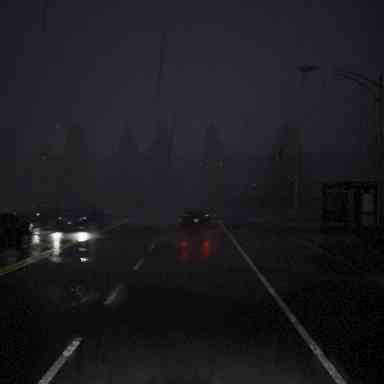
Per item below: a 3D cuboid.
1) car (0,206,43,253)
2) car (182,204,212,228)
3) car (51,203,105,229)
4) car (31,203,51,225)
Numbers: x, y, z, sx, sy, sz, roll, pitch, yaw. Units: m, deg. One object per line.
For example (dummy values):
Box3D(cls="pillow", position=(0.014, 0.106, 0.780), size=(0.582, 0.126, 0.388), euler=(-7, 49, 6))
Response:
Box3D(cls="car", position=(-6.956, 1.402, 10.735), size=(1.837, 1.490, 4.892), euler=(1, 0, 1))
Box3D(cls="car", position=(0.334, 1.513, 22.151), size=(1.812, 1.442, 4.674), euler=(1, 0, 3))
Box3D(cls="car", position=(-6.728, 1.433, 20.697), size=(1.812, 1.442, 4.674), euler=(1, 0, 1))
Box3D(cls="car", position=(-10.202, 1.443, 22.715), size=(1.895, 1.301, 4.718), euler=(1, 0, 1))
